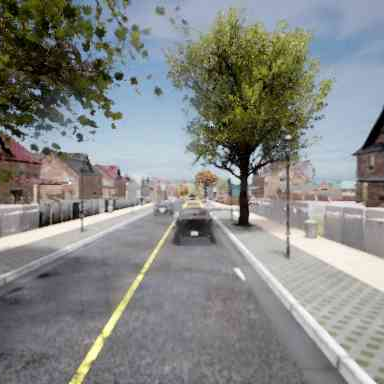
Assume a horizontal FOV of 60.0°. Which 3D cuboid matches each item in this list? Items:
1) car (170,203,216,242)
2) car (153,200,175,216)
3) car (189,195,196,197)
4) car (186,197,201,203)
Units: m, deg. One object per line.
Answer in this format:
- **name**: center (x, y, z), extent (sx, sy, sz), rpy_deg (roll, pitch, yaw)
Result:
- **car**: center (0.104, 1.508, 16.329), extent (1.837, 1.490, 4.892), rpy_deg (0, 0, 0)
- **car**: center (-2.757, 1.548, 33.516), extent (2.128, 1.511, 4.902), rpy_deg (0, 0, 0)
- **car**: center (0.032, 1.949, 83.864), extent (1.895, 1.301, 4.718), rpy_deg (0, -1, 0)
- **car**: center (0.124, 1.517, 29.436), extent (1.882, 1.535, 5.008), rpy_deg (0, 0, 0)
